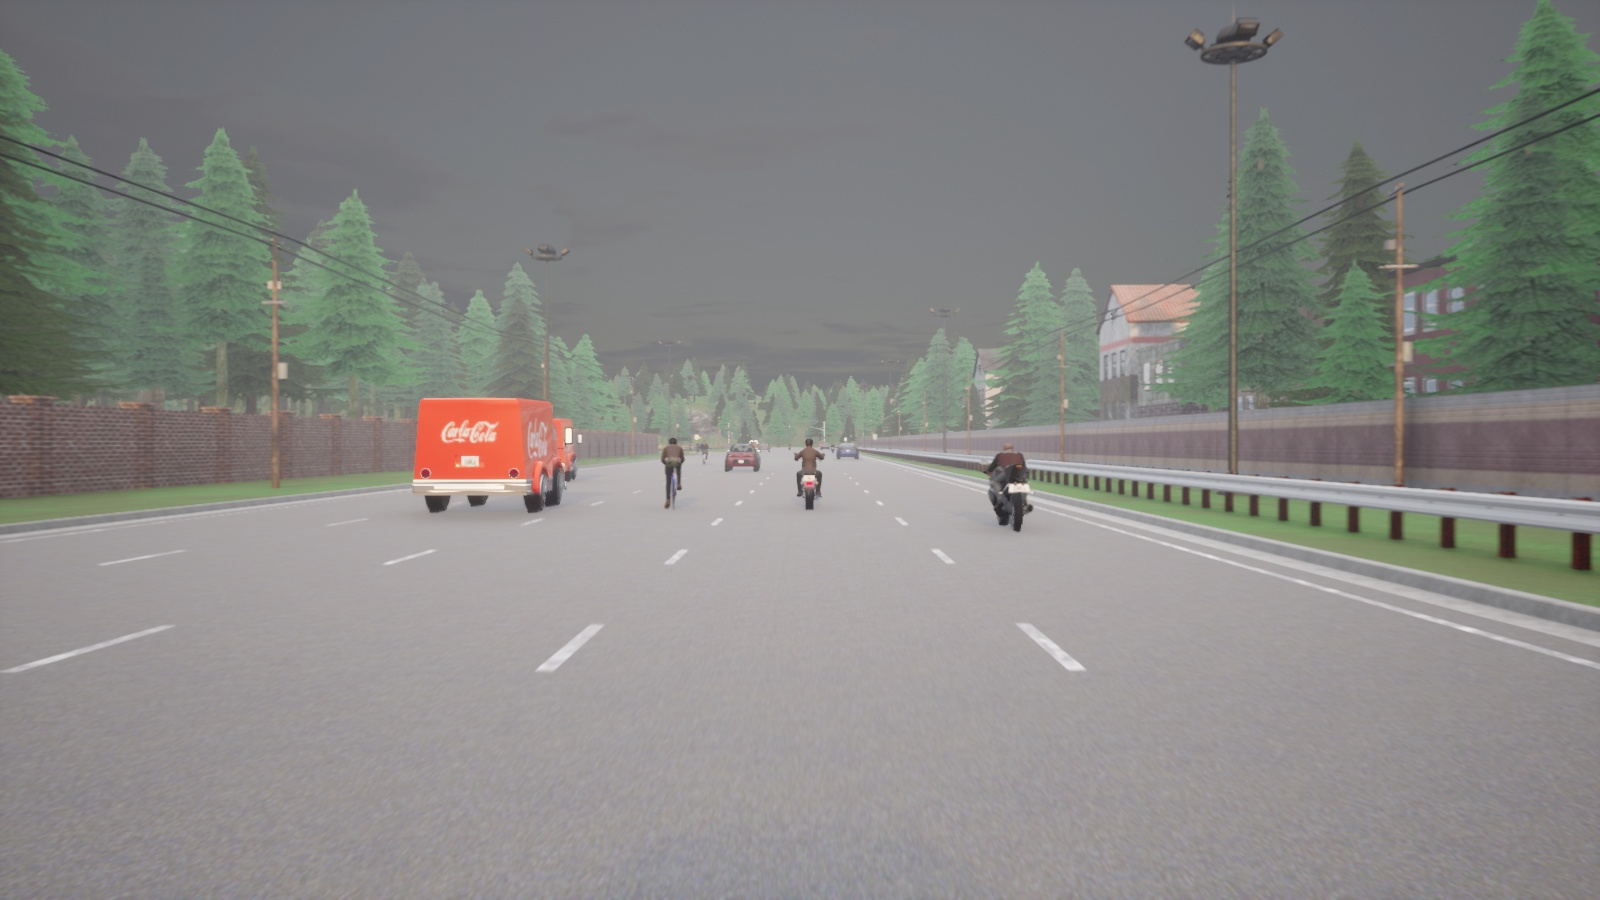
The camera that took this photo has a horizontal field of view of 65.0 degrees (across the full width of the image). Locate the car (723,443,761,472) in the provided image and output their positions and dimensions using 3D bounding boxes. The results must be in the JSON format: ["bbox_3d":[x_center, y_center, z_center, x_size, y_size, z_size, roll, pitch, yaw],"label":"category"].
[{"bbox_3d":[-3.032,0.389,66.477,1.816,1.474,4.193,0,0,0],"label":"car"}]

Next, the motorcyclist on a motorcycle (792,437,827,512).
[{"bbox_3d":[0.211,0.537,28.795,0.766,1.649,2.350,0,0,0],"label":"motorcyclist on a motorcycle"}]

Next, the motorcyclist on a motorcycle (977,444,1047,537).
[{"bbox_3d":[3.664,0.663,21.892,0.866,1.530,2.191,0,0,0],"label":"motorcyclist on a motorcycle"}]

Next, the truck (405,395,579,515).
[{"bbox_3d":[-6.791,0.097,28.440,2.627,2.467,5.204,0,0,0],"label":"truck"}]

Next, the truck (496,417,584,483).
[{"bbox_3d":[-10.103,-0.021,49.265,2.627,2.467,5.204,0,0,-3],"label":"truck"}]

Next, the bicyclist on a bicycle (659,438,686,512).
[{"bbox_3d":[-2.889,0.540,28.344,0.582,1.620,1.656,0,0,-7],"label":"bicyclist on a bicycle"}]
